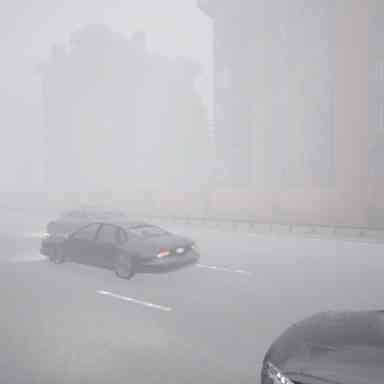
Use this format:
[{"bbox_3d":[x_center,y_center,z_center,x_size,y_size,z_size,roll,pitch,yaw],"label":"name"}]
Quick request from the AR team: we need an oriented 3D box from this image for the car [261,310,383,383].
[{"bbox_3d":[2.820,1.491,1.979,4.902,1.511,2.128,0,0,36],"label":"car"}]

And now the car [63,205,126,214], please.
[{"bbox_3d":[-5.244,1.564,16.341,4.181,1.385,1.994,0,0,36],"label":"car"}]

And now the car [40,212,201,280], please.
[{"bbox_3d":[-2.332,1.547,9.959,5.357,1.411,2.033,0,0,36],"label":"car"}]

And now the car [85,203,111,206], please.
[{"bbox_3d":[-6.397,1.477,21.466,5.008,1.535,1.882,0,0,36],"label":"car"}]
